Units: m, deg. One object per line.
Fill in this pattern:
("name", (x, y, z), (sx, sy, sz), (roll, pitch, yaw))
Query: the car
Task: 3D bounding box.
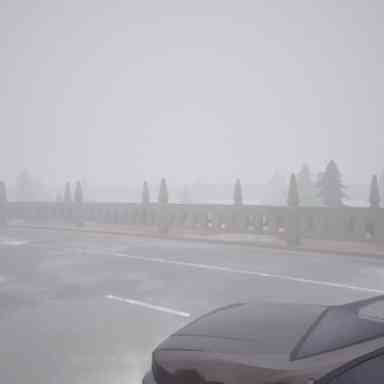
("car", (2.144, 1.531, 2.394), (5.357, 1.411, 2.033), (0, 0, 35))
